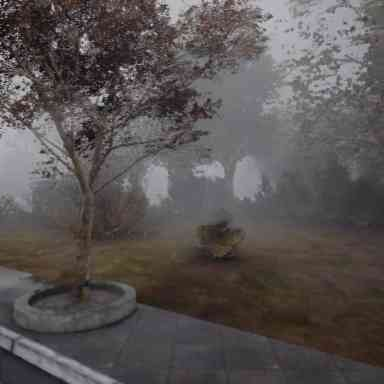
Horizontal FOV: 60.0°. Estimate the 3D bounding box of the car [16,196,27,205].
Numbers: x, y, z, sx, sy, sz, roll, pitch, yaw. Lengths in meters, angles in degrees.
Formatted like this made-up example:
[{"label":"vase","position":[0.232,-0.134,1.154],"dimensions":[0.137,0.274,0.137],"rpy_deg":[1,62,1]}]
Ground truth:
[{"label":"car","position":[-23.923,1.322,46.604],"dimensions":[1.812,1.442,4.674],"rpy_deg":[0,0,32]}]
